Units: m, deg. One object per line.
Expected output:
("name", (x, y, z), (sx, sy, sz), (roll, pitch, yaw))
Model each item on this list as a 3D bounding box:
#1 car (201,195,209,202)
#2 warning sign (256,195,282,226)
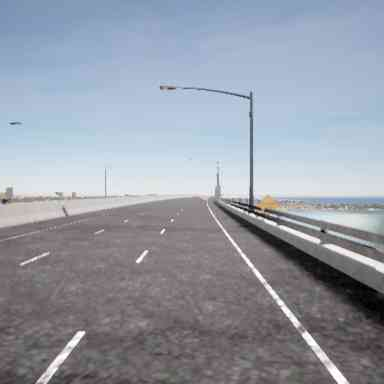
("car", (3.103, 1.608, 80.015), (1.801, 1.575, 5.366), (0, 0, 3))
("warning sign", (4.659, 1.101, 20.290), (1.300, 1.860, 1.060), (-1, -1, 1))
